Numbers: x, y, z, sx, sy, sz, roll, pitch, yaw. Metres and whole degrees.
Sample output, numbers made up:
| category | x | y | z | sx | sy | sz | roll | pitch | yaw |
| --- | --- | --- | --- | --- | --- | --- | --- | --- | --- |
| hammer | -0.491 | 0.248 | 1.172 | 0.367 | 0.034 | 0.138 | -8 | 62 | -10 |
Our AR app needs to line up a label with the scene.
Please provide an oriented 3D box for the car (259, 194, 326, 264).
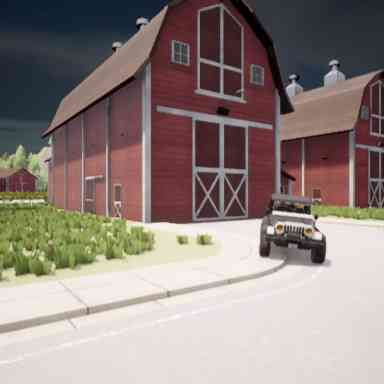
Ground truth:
| category | x | y | z | sx | sy | sz | roll | pitch | yaw |
| --- | --- | --- | --- | --- | --- | --- | --- | --- | --- |
| car | 3.349 | 1.089 | 11.371 | 1.905 | 1.878 | 3.866 | 6 | 3 | 12 |

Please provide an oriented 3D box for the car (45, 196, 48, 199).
| category | x | y | z | sx | sy | sz | roll | pitch | yaw |
| --- | --- | --- | --- | --- | --- | --- | --- | --- | --- |
| car | -28.004 | 1.277 | 66.172 | 1.905 | 1.878 | 3.866 | 0 | 0 | -35 |
